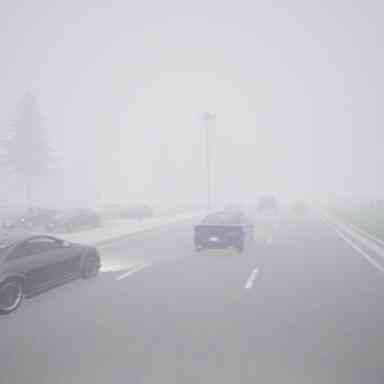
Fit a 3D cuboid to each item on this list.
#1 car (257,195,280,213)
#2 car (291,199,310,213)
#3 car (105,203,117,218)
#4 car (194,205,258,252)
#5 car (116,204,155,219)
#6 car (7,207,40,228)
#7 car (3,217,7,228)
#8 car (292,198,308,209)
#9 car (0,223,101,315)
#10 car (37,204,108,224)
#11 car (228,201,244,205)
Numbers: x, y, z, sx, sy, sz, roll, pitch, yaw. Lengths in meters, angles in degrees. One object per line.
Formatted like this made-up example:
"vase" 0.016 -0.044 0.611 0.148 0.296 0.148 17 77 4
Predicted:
"car" 8.794 1.357 38.325 2.150 2.045 5.566 -1 0 18
"car" 12.114 1.544 37.193 1.882 1.535 5.008 -1 0 18
"car" -8.523 1.881 33.736 1.882 1.535 5.008 -1 0 18
"car" 1.511 1.560 14.408 1.882 1.535 5.008 -1 0 17
"car" -5.230 1.900 32.534 1.994 1.385 4.181 -1 0 17
"car" -11.387 1.875 24.288 2.128 1.511 4.902 -1 0 16
"car" -10.751 1.801 14.206 1.837 1.490 4.892 -1 0 17
"car" 15.243 1.647 46.865 1.994 1.385 4.181 -1 0 18
"car" -4.012 1.696 8.052 1.994 1.385 4.181 -1 0 16
"car" -8.095 1.842 23.077 1.812 1.442 4.674 -1 0 17
"car" 5.004 1.763 38.186 1.994 1.385 4.181 -1 0 18
